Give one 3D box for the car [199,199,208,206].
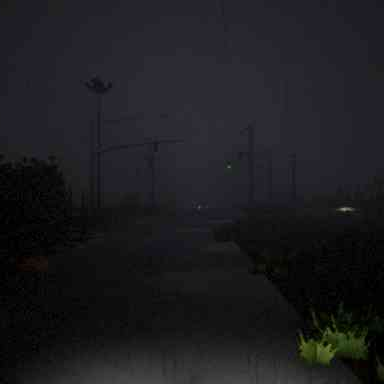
[{"bbox_3d":[2.445,2.273,71.997,1.882,1.535,5.008,0,-1,3],"label":"car"}]
